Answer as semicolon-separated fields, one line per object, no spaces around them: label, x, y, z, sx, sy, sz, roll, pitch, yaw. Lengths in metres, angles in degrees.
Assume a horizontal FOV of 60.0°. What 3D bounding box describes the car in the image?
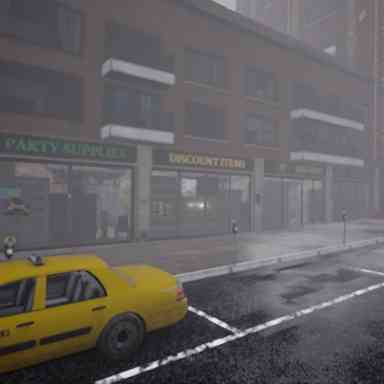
car;-2.351;1.521;4.398;4.829;1.417;1.752;-1;2;-35
